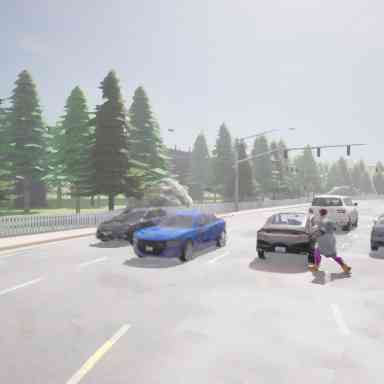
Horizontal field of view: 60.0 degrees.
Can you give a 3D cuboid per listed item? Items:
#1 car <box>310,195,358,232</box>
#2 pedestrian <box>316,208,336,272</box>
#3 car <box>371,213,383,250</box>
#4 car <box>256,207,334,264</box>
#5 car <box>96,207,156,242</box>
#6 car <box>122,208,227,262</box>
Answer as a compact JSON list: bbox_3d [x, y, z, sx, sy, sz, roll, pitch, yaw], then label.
[{"bbox_3d":[8.759,1.221,20.459,2.150,2.045,5.566,0,0,33],"label":"car"},{"bbox_3d":[3.713,1.294,9.196,0.375,1.860,0.375,0,0,23],"label":"pedestrian"},{"bbox_3d":[8.467,1.548,13.627,2.033,1.411,5.357,0,0,32],"label":"car"},{"bbox_3d":[3.723,1.492,12.051,2.128,1.511,4.902,0,0,27],"label":"car"},{"bbox_3d":[-2.434,1.506,15.856,1.837,1.490,4.892,0,0,28],"label":"car"},{"bbox_3d":[-0.233,1.477,12.507,1.882,1.535,5.008,0,0,26],"label":"car"}]
